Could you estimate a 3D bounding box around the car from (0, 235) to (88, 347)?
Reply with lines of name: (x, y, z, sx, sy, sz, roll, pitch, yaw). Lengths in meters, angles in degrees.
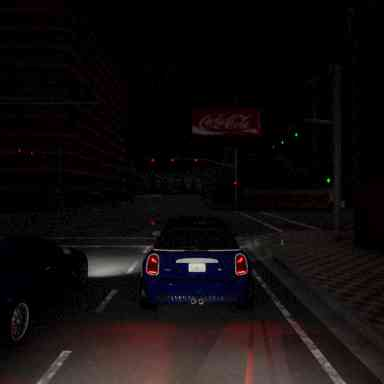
car: (-3.420, 1.526, 6.181, 1.812, 1.442, 4.674, 0, 0, 0)

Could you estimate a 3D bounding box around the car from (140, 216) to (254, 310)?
car: (0.085, 1.352, 7.977, 2.097, 1.767, 4.553, 0, 0, 0)
